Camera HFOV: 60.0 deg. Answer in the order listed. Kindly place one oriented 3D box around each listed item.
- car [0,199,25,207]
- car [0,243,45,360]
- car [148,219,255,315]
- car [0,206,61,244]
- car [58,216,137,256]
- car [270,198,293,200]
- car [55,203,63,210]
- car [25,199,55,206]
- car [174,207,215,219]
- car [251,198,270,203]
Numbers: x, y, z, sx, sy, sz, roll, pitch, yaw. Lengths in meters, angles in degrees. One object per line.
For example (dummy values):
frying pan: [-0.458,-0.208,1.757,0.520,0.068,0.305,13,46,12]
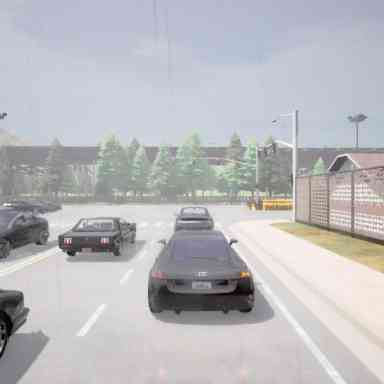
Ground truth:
car: [-18.221,1.547,29.647,5.357,1.411,2.033,0,0,9]
car: [-3.399,1.547,2.602,2.033,1.411,5.357,0,0,0]
car: [0.147,1.564,7.677,1.994,1.385,4.181,0,0,-1]
car: [-7.062,1.493,12.436,2.128,1.511,4.902,0,0,0]
car: [-3.399,1.601,12.997,1.895,1.301,4.718,0,0,0]
car: [13.588,1.601,45.429,4.718,1.301,1.895,0,0,-2]
car: [-17.100,1.491,37.290,4.902,1.511,2.128,0,0,-2]
car: [-16.969,1.504,33.792,4.892,1.490,1.837,0,0,-2]
car: [0.118,1.492,16.580,2.128,1.511,4.902,0,0,1]
car: [11.749,1.601,52.386,4.718,1.301,1.895,0,0,-2]
